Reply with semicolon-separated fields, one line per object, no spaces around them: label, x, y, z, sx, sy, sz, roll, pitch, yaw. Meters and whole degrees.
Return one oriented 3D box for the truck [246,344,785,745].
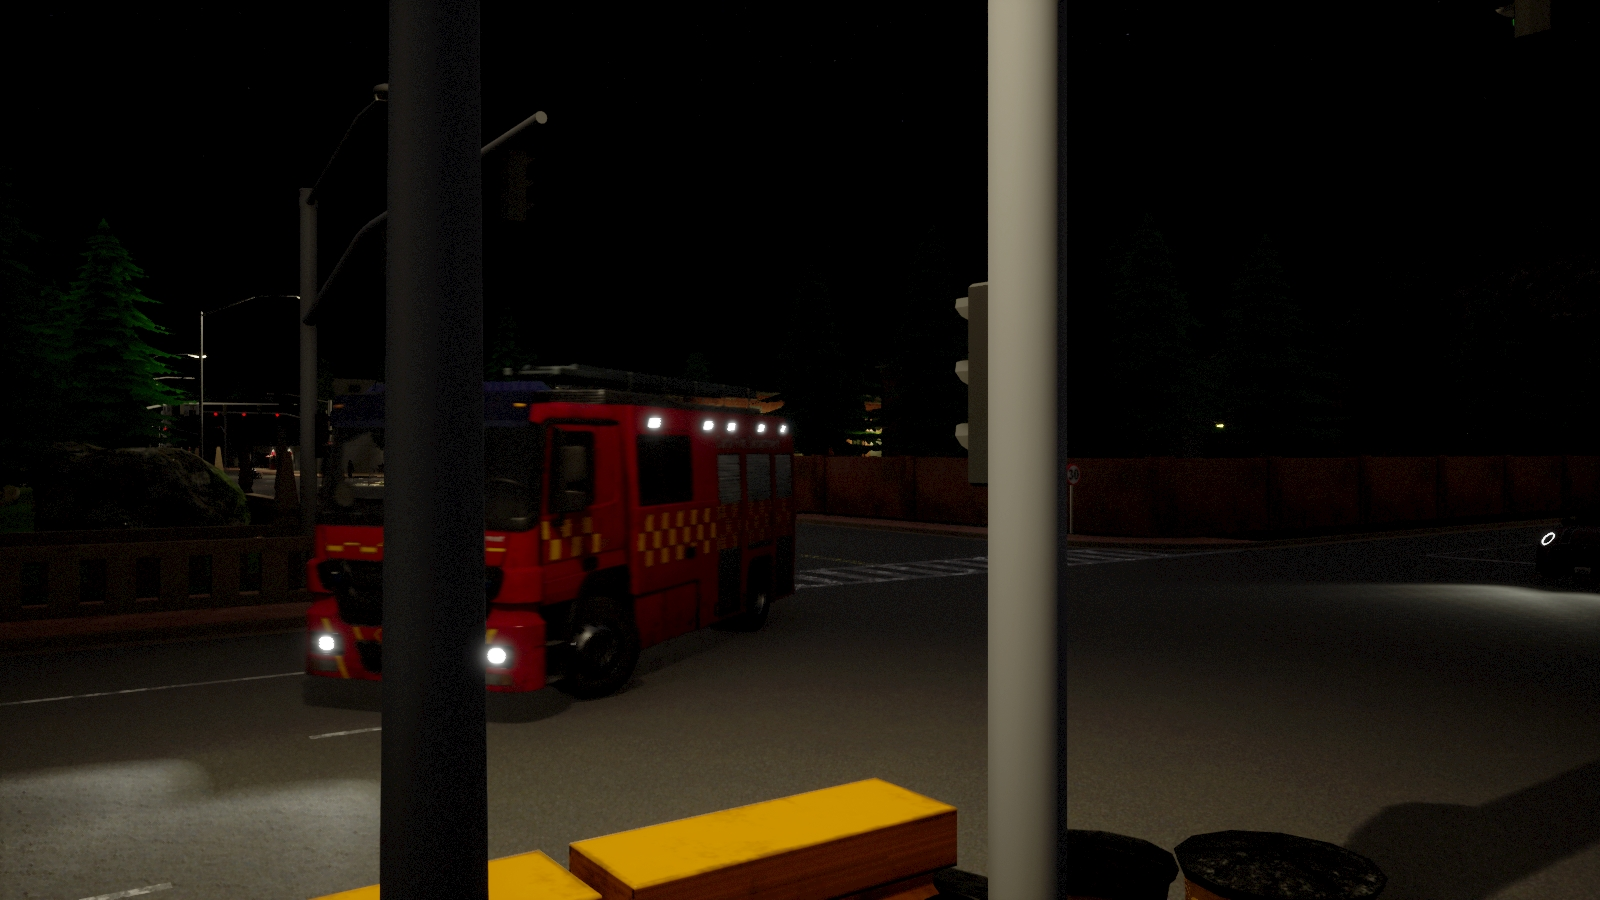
truck;-2.988;0.890;15.358;2.891;3.827;8.468;0;0;19

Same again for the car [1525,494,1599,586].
car;18.010;1.906;24.946;4.553;1.767;2.097;0;0;-35
